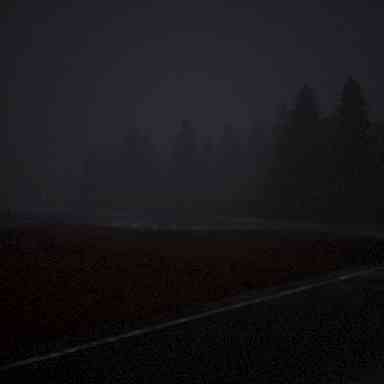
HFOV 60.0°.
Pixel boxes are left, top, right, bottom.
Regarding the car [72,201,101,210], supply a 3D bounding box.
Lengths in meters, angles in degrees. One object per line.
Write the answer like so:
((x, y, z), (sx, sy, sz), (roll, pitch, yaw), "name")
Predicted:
((-15.530, 1.907, 48.520), (4.718, 1.301, 1.895), (0, -1, 37), "car")
